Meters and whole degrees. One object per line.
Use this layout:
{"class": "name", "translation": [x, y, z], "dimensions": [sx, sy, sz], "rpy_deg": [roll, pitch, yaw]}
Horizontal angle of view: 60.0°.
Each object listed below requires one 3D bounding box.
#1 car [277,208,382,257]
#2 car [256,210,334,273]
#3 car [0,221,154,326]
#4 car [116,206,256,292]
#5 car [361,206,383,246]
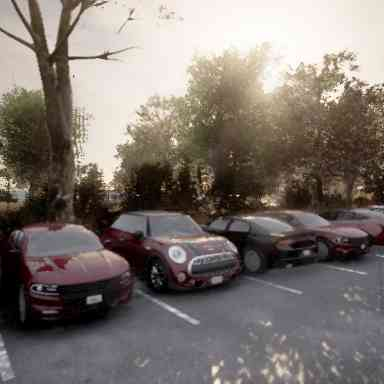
{"class": "car", "translation": [3.861, 1.418, 12.348], "dimensions": [2.097, 1.535, 5.008], "rpy_deg": [0, 0, -36]}
{"class": "car", "translation": [1.569, 1.435, 10.700], "dimensions": [2.097, 1.535, 5.008], "rpy_deg": [0, 0, -36]}
{"class": "car", "translation": [-3.034, 1.469, 7.428], "dimensions": [2.097, 1.535, 5.008], "rpy_deg": [0, 0, -36]}
{"class": "car", "translation": [-0.751, 1.327, 9.089], "dimensions": [2.185, 1.767, 4.553], "rpy_deg": [0, 0, -36]}
{"class": "car", "translation": [6.246, 1.430, 14.081], "dimensions": [2.163, 1.488, 4.792], "rpy_deg": [0, 0, -36]}
